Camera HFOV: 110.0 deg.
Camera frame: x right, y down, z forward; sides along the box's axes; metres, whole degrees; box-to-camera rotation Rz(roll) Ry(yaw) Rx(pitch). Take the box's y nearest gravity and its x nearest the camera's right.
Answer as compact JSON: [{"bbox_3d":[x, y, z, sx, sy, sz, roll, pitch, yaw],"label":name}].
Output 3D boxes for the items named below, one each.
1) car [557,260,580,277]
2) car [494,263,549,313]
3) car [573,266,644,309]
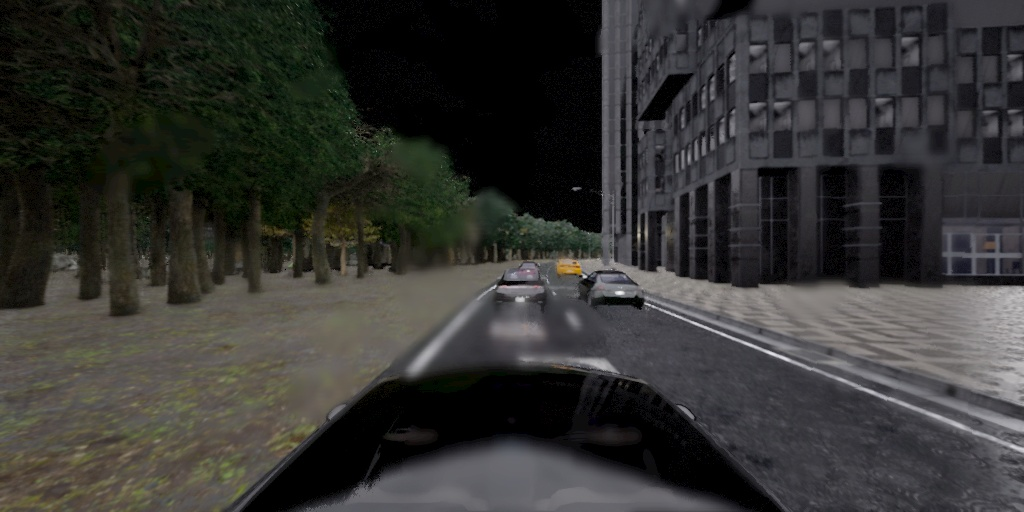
[{"bbox_3d":[5.130,1.082,32.441,1.882,1.535,5.008,0,0,5],"label":"car"},{"bbox_3d":[0.388,1.211,13.918,2.128,1.511,4.902,0,0,2],"label":"car"},{"bbox_3d":[3.936,1.281,14.844,1.994,1.385,4.181,0,0,2],"label":"car"}]
